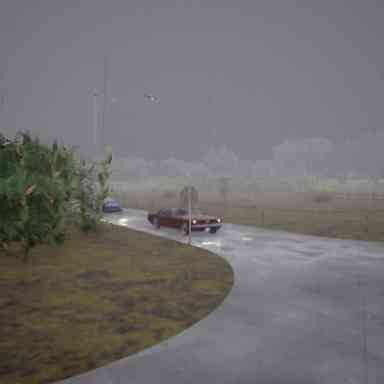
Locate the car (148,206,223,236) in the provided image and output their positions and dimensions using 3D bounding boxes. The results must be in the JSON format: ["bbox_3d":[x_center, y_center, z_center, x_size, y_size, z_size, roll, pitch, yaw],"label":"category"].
[{"bbox_3d":[-0.489,1.433,17.544,1.895,1.301,4.718,0,1,-34],"label":"car"}]

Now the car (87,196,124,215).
[{"bbox_3d":[-7.365,1.110,28.070,1.882,1.535,5.008,0,1,-33],"label":"car"}]
